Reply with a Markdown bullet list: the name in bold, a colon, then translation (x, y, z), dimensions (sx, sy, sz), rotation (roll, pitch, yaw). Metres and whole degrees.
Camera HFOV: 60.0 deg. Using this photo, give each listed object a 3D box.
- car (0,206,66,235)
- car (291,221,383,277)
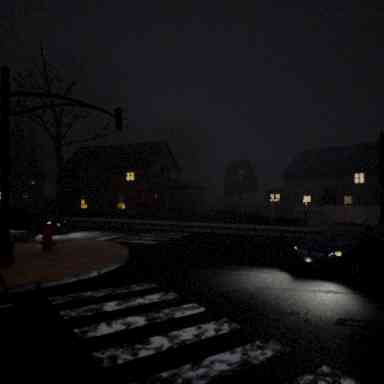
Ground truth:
- **car**: translation (-9.658, 1.583, 19.524), dimensions (4.892, 1.490, 1.837), rotation (0, 0, 23)
- **car**: translation (5.282, 1.696, 10.853), dimensions (4.674, 1.442, 1.812), rotation (1, 0, -34)
